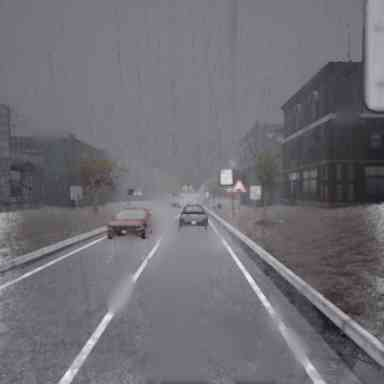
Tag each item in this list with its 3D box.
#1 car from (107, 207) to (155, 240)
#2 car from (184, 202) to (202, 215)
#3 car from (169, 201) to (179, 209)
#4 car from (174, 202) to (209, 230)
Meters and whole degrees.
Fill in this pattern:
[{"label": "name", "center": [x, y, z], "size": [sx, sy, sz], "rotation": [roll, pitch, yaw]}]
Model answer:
[{"label": "car", "center": [-3.096, 1.589, 17.680], "size": [1.882, 1.535, 5.008], "rotation": [0, -1, 0]}, {"label": "car", "center": [0.101, 1.987, 40.806], "size": [2.128, 1.511, 4.902], "rotation": [0, -1, 0]}, {"label": "car", "center": [-3.042, 2.339, 59.296], "size": [1.994, 1.385, 4.181], "rotation": [0, -1, 1]}, {"label": "car", "center": [0.101, 1.681, 22.492], "size": [2.128, 1.511, 4.902], "rotation": [0, -1, 0]}]
